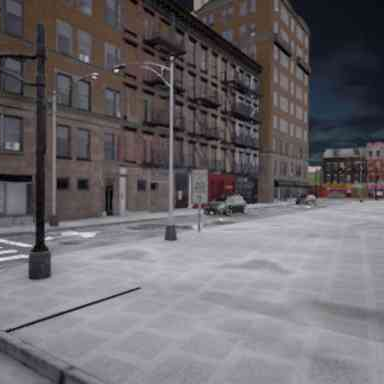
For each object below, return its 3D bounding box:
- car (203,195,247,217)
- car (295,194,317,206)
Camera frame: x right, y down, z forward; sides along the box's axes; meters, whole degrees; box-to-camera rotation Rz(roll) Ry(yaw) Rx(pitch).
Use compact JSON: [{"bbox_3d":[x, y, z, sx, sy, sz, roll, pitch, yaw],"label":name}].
[{"bbox_3d":[2.853,1.052,27.985,2.097,1.767,4.553,1,1,36],"label":"car"},{"bbox_3d":[15.722,1.069,45.738,1.837,1.490,4.892,1,0,36],"label":"car"}]
